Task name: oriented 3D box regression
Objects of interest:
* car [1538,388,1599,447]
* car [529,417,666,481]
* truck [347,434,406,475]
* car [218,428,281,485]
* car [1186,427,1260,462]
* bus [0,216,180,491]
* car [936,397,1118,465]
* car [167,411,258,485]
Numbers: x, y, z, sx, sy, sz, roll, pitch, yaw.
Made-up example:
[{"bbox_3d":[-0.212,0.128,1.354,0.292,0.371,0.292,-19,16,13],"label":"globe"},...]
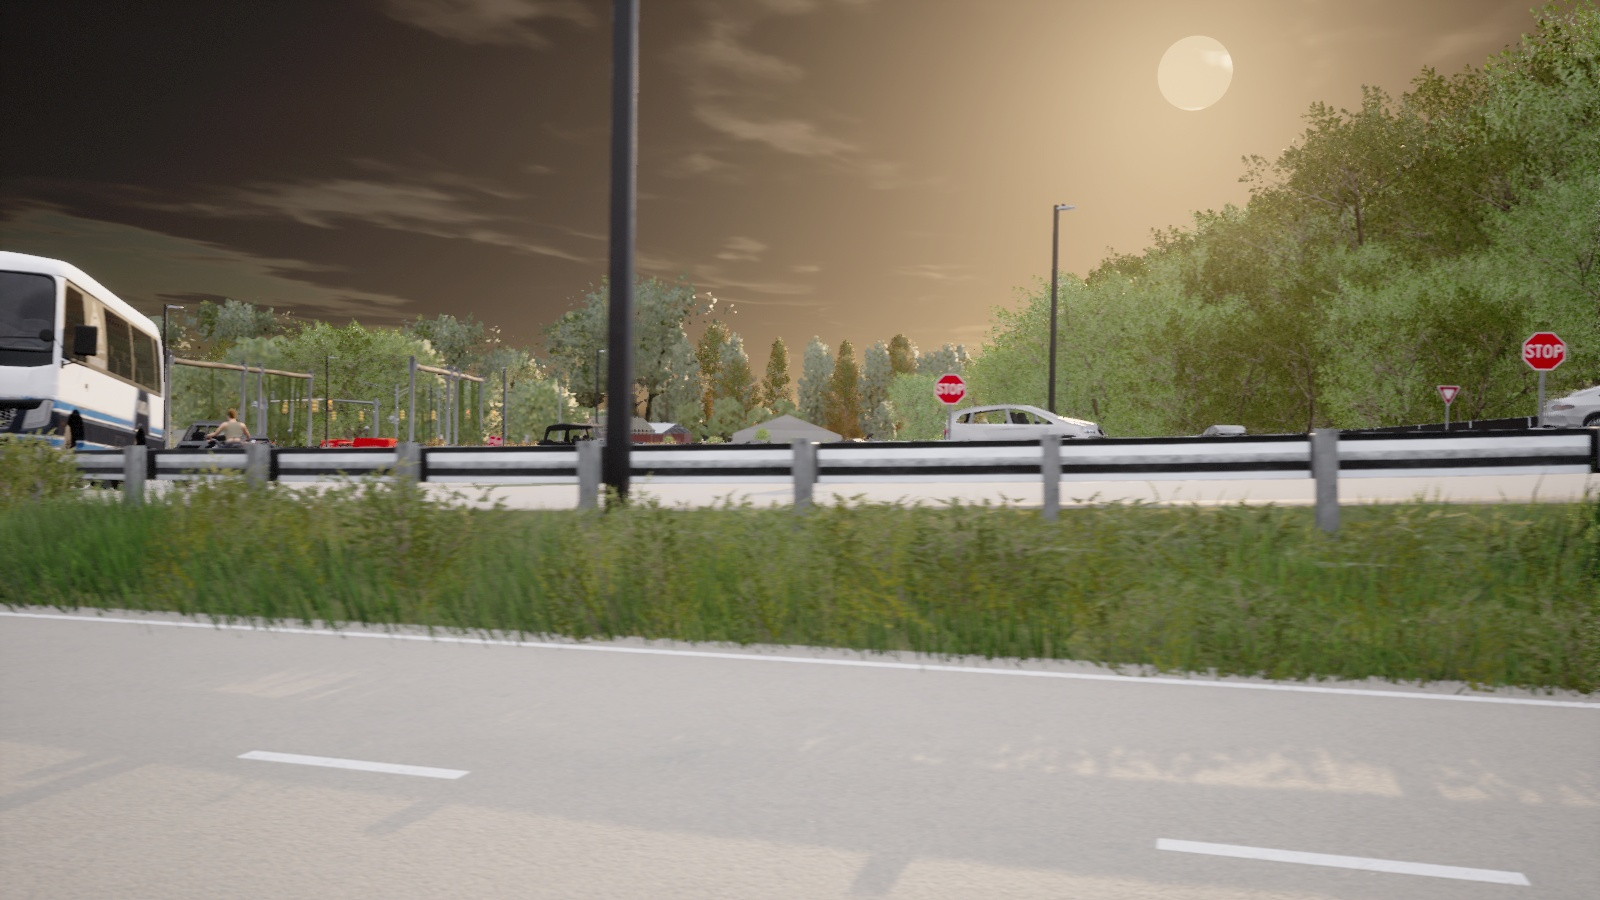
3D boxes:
[{"bbox_3d":[21.409,-0.860,31.541,4.674,1.442,1.812,-2,0,20],"label":"car"},{"bbox_3d":[-6.519,-0.027,40.508,3.866,1.878,1.905,-2,0,19],"label":"car"},{"bbox_3d":[-26.780,0.291,79.570,2.627,2.467,5.204,1,0,-9],"label":"truck"},{"bbox_3d":[-19.506,0.265,44.560,1.932,1.855,4.605,0,-2,-23],"label":"car"},{"bbox_3d":[19.698,-0.240,58.692,2.163,1.488,4.792,1,-1,5],"label":"car"},{"bbox_3d":[-15.171,-1.426,24.298,3.944,4.253,10.273,2,-3,-17],"label":"bus"},{"bbox_3d":[6.448,-0.517,35.687,4.611,1.667,2.242,-3,0,26],"label":"car"},{"bbox_3d":[-16.007,0.020,34.386,1.932,1.855,4.605,1,-2,-21],"label":"car"}]
